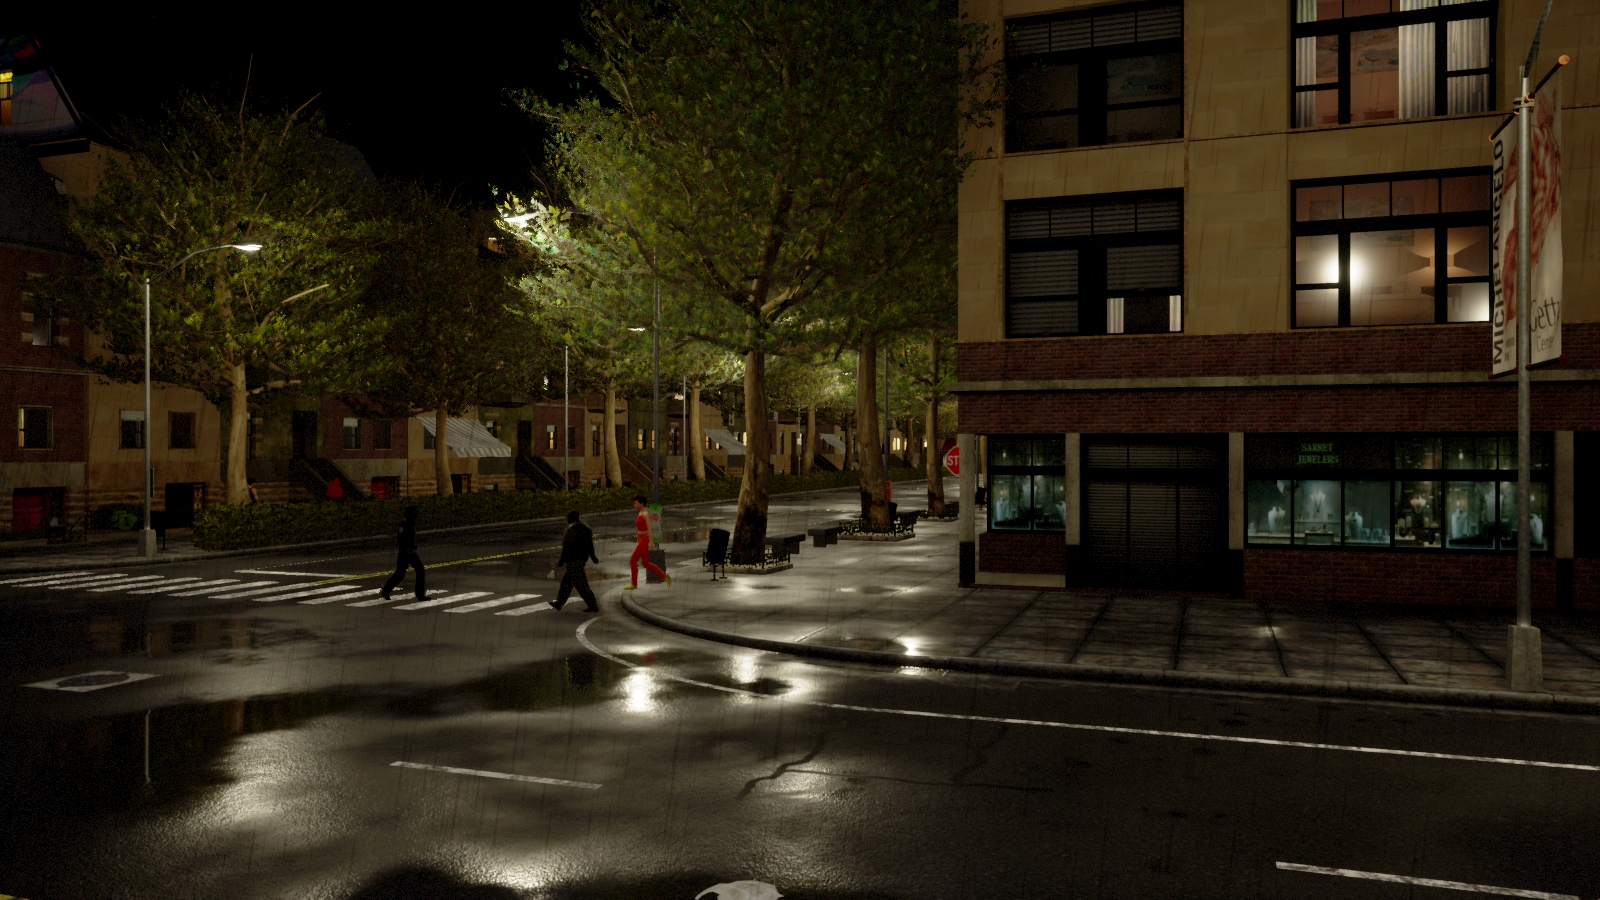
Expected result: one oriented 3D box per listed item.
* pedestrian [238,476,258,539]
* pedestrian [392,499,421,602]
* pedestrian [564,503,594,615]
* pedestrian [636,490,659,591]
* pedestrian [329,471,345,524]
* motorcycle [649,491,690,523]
[{"bbox_3d":[-16.402,1.696,33.967,0.375,1.860,0.375,0,0,13],"label":"pedestrian"},{"bbox_3d":[-7.271,1.849,21.111,0.375,1.860,0.375,0,0,9],"label":"pedestrian"},{"bbox_3d":[-3.772,1.849,19.512,0.375,1.860,0.375,0,0,19],"label":"pedestrian"},{"bbox_3d":[-2.876,1.696,21.525,0.375,1.860,0.375,0,0,-16],"label":"pedestrian"},{"bbox_3d":[-16.482,1.696,40.687,0.375,1.860,0.375,0,0,19],"label":"pedestrian"},{"bbox_3d":[-5.119,2.213,44.892,0.803,1.145,2.033,0,0,20],"label":"motorcycle"}]
